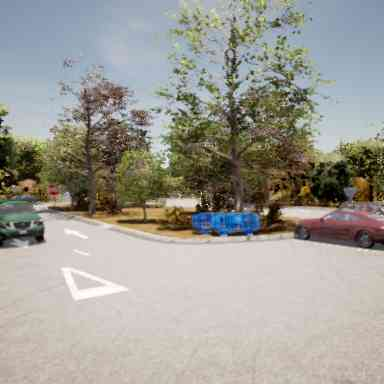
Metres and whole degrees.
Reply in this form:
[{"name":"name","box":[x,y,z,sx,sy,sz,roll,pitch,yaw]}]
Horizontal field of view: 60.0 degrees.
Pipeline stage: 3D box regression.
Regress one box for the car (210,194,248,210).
[{"name":"car","box":[4.037,1.288,38.717,2.033,1.411,5.357,-3,3,-35]}]

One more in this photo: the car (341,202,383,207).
[{"name":"car","box":[9.282,1.335,16.446,2.185,1.767,4.553,0,0,-35]}]

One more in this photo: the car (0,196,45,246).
[{"name":"car","box":[-9.575,1.526,17.928,2.150,2.045,5.566,-3,2,-36]}]

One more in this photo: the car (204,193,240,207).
[{"name":"car","box":[3.926,1.029,44.256,2.128,1.511,4.902,-3,3,-36]}]

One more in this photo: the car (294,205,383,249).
[{"name":"car","box":[6.726,1.495,14.569,2.002,1.452,4.674,0,0,-35]}]

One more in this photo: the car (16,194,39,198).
[{"name":"car","box":[-23.996,1.084,46.736,4.902,1.511,2.128,-2,1,-35]}]

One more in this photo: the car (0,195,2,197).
[{"name":"car","box":[-18.640,1.247,30.910,2.150,2.045,5.566,-3,3,-35]}]
